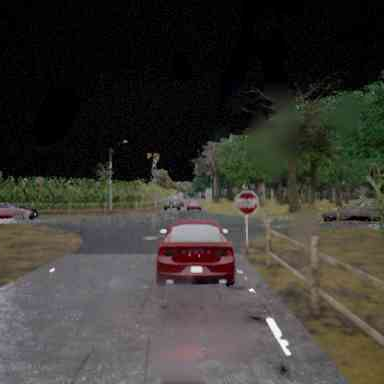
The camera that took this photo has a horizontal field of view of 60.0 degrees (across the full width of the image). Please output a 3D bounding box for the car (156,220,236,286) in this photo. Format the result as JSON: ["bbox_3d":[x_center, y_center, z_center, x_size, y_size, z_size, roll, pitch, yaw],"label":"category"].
[{"bbox_3d":[0.073,1.532,9.632,1.882,1.535,5.008,0,0,0],"label":"car"}]

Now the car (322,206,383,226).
[{"bbox_3d":[12.654,1.912,25.511,4.718,1.301,1.895,1,-2,0],"label":"car"}]

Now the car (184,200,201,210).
[{"bbox_3d":[0.303,1.839,47.531,1.994,1.385,4.181,0,0,0],"label":"car"}]

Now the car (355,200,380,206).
[{"bbox_3d":[15.789,1.681,29.207,5.566,2.045,2.150,1,-2,0],"label":"car"}]

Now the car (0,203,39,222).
[{"bbox_3d":[-14.085,1.518,25.637,4.181,1.385,1.994,1,-2,0],"label":"car"}]

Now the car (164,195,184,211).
[{"bbox_3d":[-2.661,1.490,46.393,2.150,2.045,5.566,0,0,1],"label":"car"}]

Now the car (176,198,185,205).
[{"bbox_3d":[-2.386,1.931,69.295,1.812,1.442,4.674,0,0,0],"label":"car"}]
